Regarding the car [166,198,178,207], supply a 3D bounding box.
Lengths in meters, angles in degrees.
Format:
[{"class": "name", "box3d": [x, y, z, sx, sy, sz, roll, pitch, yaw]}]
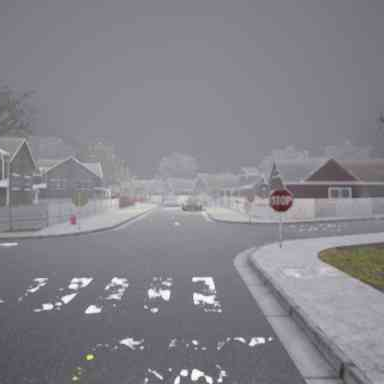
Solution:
[{"class": "car", "box3d": [-3.130, 1.650, 51.965, 1.895, 1.301, 4.718, 0, 0, -4]}]

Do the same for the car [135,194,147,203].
[{"class": "car", "box3d": [-11.797, 1.403, 74.912, 2.150, 2.045, 5.566, 0, -1, -24]}]

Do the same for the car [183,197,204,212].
[{"class": "car", "box3d": [0.255, 1.376, 40.114, 2.097, 1.767, 4.553, 0, 0, 5]}]
